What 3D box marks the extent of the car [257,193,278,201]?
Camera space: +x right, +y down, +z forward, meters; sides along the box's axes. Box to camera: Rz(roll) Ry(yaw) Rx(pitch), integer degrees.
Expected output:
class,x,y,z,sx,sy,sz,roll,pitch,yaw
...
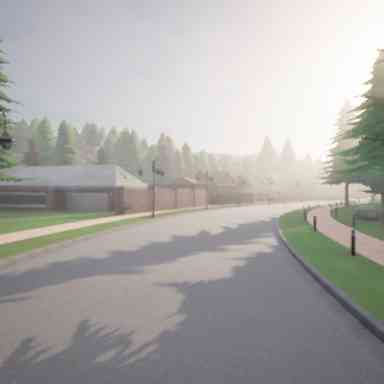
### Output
class,x,y,z,sx,sy,sz,roll,pitch,yaw
car,16.339,1.133,74.184,3.866,1.878,1.905,0,0,35
